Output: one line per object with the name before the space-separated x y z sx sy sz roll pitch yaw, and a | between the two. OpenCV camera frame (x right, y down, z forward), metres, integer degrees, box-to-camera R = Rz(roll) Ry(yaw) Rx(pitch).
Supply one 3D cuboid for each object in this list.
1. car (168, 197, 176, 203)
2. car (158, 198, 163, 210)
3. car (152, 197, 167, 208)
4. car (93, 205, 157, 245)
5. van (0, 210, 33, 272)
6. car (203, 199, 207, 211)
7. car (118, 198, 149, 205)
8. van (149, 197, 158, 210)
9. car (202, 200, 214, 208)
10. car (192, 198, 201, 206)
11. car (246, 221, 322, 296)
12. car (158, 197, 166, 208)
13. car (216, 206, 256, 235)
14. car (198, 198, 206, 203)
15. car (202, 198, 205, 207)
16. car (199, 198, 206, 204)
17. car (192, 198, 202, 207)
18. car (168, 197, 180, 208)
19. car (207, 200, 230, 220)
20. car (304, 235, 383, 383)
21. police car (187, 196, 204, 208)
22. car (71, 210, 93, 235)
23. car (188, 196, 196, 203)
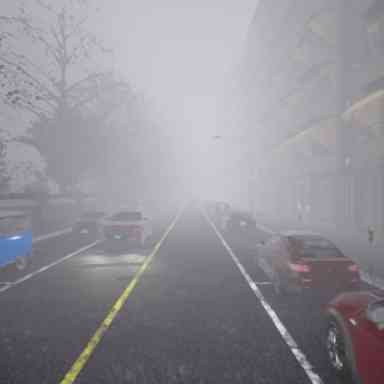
car | -5.632 2.244 92.977 1.967 1.590 4.097 0 -1 0
car | -5.660 1.971 47.934 1.802 1.307 4.206 0 0 0
car | -5.652 1.804 59.199 2.192 1.841 5.009 0 -1 0
car | -3.089 1.605 16.336 1.882 1.535 5.008 0 0 0
van | -5.684 1.408 8.526 1.690 1.788 3.998 0 0 0
car | 2.718 1.867 42.469 1.752 1.417 4.829 0 0 0
car | -5.670 1.560 31.046 2.192 1.841 5.009 0 0 0
van | -5.663 1.681 42.305 1.690 1.788 3.998 0 0 0
car | 2.728 2.054 59.191 1.947 1.339 4.313 0 -1 0
car | 0.946 2.082 71.953 1.882 1.535 5.008 0 -1 0
car | 2.696 1.648 8.519 1.802 1.307 4.206 0 0 0
car | -5.656 1.984 53.565 1.887 1.381 4.507 0 0 0
car | 2.703 1.719 19.780 1.947 1.339 4.313 0 0 0
car | 2.749 2.348 92.971 1.887 1.381 4.507 0 -1 0
car | 2.721 1.971 47.929 1.802 1.307 4.206 0 -1 0
car | 2.746 2.293 87.340 1.887 1.381 4.507 0 -1 0
car | 0.943 2.006 66.142 1.801 1.575 5.366 0 -1 0
car | -3.007 2.027 58.158 2.033 1.411 5.357 0 -1 1
car | 2.710 1.685 31.040 1.967 1.590 4.097 0 0 0
car | 2.693 1.463 2.889 1.967 1.590 4.097 0 0 0
police car | 0.480 1.888 56.251 1.930 1.638 5.238 0 -1 12
car | -5.677 1.720 19.784 1.947 1.339 4.313 0 0 0
car | 0.060 1.948 90.453 2.097 1.767 4.553 0 -1 0
